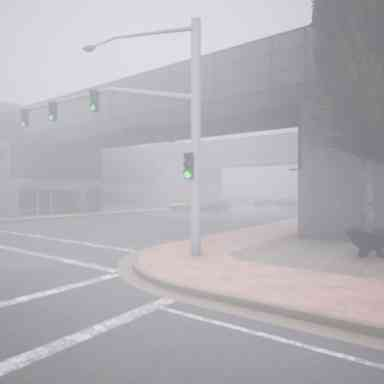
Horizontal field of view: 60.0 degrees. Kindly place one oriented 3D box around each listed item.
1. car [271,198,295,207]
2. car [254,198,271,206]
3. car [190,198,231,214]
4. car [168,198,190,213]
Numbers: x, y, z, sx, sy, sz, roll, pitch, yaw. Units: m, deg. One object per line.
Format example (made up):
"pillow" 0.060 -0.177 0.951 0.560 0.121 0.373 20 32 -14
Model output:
"car" 14.491 1.549 51.728 1.994 1.385 4.181 0 0 36
"car" 11.727 1.580 53.876 1.895 1.301 4.718 0 0 36
"car" 2.255 1.457 34.958 1.882 1.535 5.008 0 0 36
"car" -0.582 1.453 37.008 1.882 1.535 5.008 0 0 36
